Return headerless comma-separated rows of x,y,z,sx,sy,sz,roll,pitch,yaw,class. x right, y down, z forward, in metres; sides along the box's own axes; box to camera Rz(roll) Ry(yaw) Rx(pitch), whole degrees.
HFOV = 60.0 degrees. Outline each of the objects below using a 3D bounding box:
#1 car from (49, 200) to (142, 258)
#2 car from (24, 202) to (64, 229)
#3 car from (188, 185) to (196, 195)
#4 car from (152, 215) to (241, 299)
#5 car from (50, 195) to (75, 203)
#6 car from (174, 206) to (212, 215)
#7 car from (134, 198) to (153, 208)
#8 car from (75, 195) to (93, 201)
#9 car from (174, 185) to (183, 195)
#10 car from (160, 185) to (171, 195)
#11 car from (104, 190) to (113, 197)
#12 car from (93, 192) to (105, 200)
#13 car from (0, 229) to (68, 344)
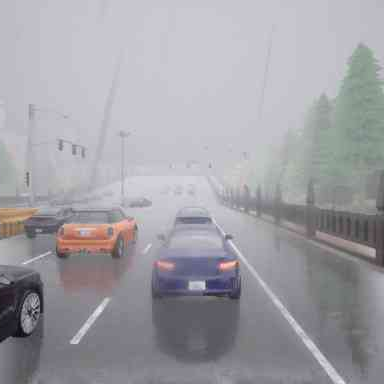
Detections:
-3.428,1.352,12.836,2.097,1.767,4.553,0,0,0,car
-6.940,1.505,17.477,1.837,1.490,4.892,0,0,0,car
-0.098,-0.069,86.023,1.882,1.535,5.008,0,7,0,car
0.083,1.526,8.305,1.812,1.442,4.674,0,0,0,car
-21.189,1.351,53.797,2.097,1.767,4.553,0,0,0,car
0.062,1.478,17.636,1.882,1.535,5.008,0,0,0,car
-7.174,1.547,46.894,2.033,1.411,5.357,0,0,11,car
-21.159,1.507,63.181,2.033,1.411,5.357,0,1,0,car
-3.598,-0.047,86.036,1.837,1.490,4.892,0,7,0,car
-7.098,-0.054,86.168,1.837,1.490,4.892,0,7,0,car
-21.108,0.300,83.145,2.128,1.511,4.902,0,6,0,car
-21.143,1.149,72.917,1.994,1.385,4.181,0,3,0,car
-3.410,1.492,3.720,2.128,1.511,4.902,0,0,0,car
